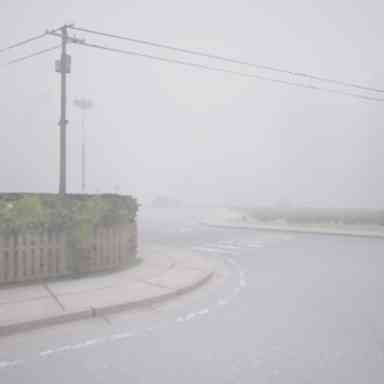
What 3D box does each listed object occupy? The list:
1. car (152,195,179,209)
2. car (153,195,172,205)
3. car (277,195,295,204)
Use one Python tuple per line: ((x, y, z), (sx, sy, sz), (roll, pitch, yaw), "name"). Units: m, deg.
((-3.825, 1.452, 48.883), (1.932, 1.855, 4.605), (0, 0, 31), "car")
((-5.783, 1.455, 65.486), (1.905, 1.878, 3.866), (0, 0, 31), "car")
((15.001, 1.770, 53.081), (2.242, 1.667, 4.611), (0, 0, 31), "car")
